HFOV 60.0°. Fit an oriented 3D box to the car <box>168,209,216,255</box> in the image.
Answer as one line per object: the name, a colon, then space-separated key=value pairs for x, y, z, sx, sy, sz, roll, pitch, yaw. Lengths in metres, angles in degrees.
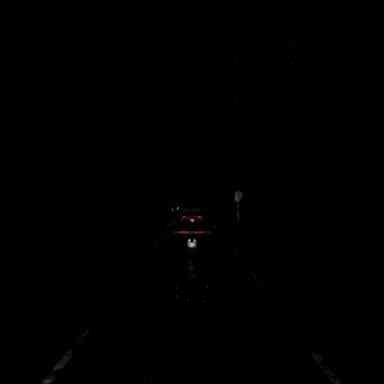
car: x=0.004 y=1.707 z=14.306 sx=2.128 sy=1.511 sz=4.902 roll=0 pitch=-1 yaw=0

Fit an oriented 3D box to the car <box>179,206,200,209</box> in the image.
car: x=0.001 y=2.046 z=29.116 sx=1.895 sy=1.301 sz=4.718 roll=0 pitch=-1 yaw=0

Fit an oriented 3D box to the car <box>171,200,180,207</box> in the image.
car: x=-3.501 y=2.412 z=70.993 sx=2.128 sy=1.511 sz=4.902 roll=0 pitch=-1 yaw=0
